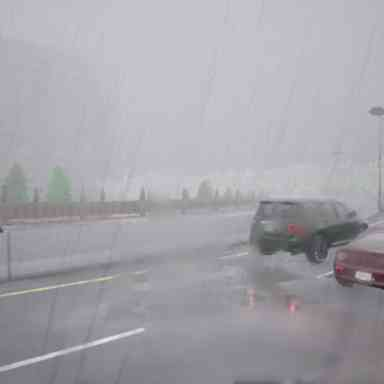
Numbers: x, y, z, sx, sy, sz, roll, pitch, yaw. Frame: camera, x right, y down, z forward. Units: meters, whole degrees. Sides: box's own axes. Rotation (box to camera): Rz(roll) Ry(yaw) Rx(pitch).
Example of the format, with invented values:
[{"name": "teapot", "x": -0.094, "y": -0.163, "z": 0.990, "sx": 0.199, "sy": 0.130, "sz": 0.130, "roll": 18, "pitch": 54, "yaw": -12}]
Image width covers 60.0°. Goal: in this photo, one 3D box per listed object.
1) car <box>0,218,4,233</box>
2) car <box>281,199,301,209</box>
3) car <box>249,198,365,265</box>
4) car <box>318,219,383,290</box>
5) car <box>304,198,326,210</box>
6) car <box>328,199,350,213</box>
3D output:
[{"name": "car", "x": -10.644, "y": 1.547, "z": 13.719, "sx": 5.008, "sy": 1.535, "sz": 1.882, "roll": 0, "pitch": 0, "yaw": -36}, {"name": "car", "x": 14.407, "y": 1.664, "z": 48.188, "sx": 1.895, "sy": 1.301, "sz": 4.718, "roll": 0, "pitch": 0, "yaw": 27}, {"name": "car", "x": 4.424, "y": 1.235, "z": 12.120, "sx": 5.566, "sy": 2.045, "sz": 2.150, "roll": 0, "pitch": 0, "yaw": -42}, {"name": "car", "x": 5.213, "y": 1.528, "z": 8.219, "sx": 4.674, "sy": 1.442, "sz": 1.812, "roll": 0, "pitch": 0, "yaw": -41}, {"name": "car", "x": 16.540, "y": 1.594, "z": 44.652, "sx": 2.033, "sy": 1.411, "sz": 5.357, "roll": 0, "pitch": 0, "yaw": 28}, {"name": "car", "x": 17.145, "y": 1.557, "z": 38.771, "sx": 1.812, "sy": 1.442, "sz": 4.674, "roll": 0, "pitch": 0, "yaw": 31}]
